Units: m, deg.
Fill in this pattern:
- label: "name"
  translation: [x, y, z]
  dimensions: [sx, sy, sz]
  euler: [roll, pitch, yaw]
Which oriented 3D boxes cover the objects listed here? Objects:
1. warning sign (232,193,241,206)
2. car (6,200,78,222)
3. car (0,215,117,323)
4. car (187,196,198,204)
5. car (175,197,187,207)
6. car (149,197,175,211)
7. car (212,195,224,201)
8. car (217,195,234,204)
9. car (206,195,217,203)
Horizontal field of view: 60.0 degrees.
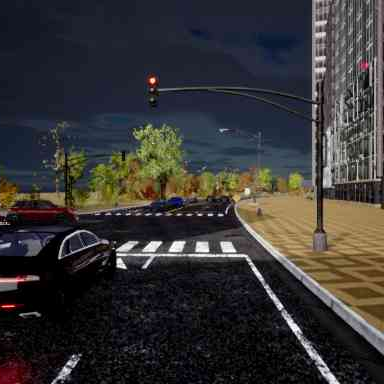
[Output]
- label: "warning sign"
  translation: [6.482, 1.123, 48.260]
  dimensions: [1.300, 1.860, 1.060]
  euler: [0, 0, 8]
- label: "car"
  translation: [-10.580, 1.351, 23.788]
  dimensions: [4.553, 1.767, 2.097]
  euler: [0, 0, -11]
- label: "car"
  translation: [-2.989, 1.491, 7.163]
  dimensions: [2.128, 1.511, 4.902]
  euler: [0, 0, 1]
- label: "car"
  translation: [-0.087, 1.557, 65.811]
  dimensions: [2.033, 1.411, 5.357]
  euler: [0, 0, 11]
- label: "car"
  translation: [-2.504, 1.481, 51.705]
  dimensions: [1.882, 1.535, 5.008]
  euler: [0, 0, 9]
- label: "car"
  translation: [-3.909, 1.548, 41.487]
  dimensions: [2.033, 1.411, 5.357]
  euler: [0, 0, 7]
- label: "car"
  translation: [6.347, 1.409, 80.538]
  dimensions: [2.033, 1.411, 5.357]
  euler: [0, 0, 14]
- label: "car"
  translation: [6.582, 1.491, 65.315]
  dimensions: [1.882, 1.535, 5.008]
  euler: [0, 0, 11]
- label: "car"
  translation: [4.137, 1.485, 70.423]
  dimensions: [1.882, 1.535, 5.008]
  euler: [0, 0, 12]
